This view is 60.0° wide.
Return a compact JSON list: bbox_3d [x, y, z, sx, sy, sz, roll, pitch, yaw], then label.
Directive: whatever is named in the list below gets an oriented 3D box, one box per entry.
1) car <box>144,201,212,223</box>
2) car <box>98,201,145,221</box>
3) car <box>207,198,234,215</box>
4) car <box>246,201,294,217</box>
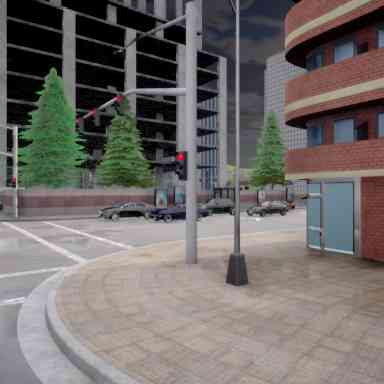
[{"bbox_3d":[-1.023,1.656,26.323,4.718,1.301,1.895,0,0,-35],"label":"car"},{"bbox_3d":[-5.285,1.547,27.596,4.902,1.511,2.128,0,0,-35],"label":"car"},{"bbox_3d":[2.202,1.407,32.889,4.553,1.767,2.097,0,0,-35],"label":"car"},{"bbox_3d":[7.360,1.581,32.243,4.674,1.442,1.812,0,0,-35],"label":"car"}]
